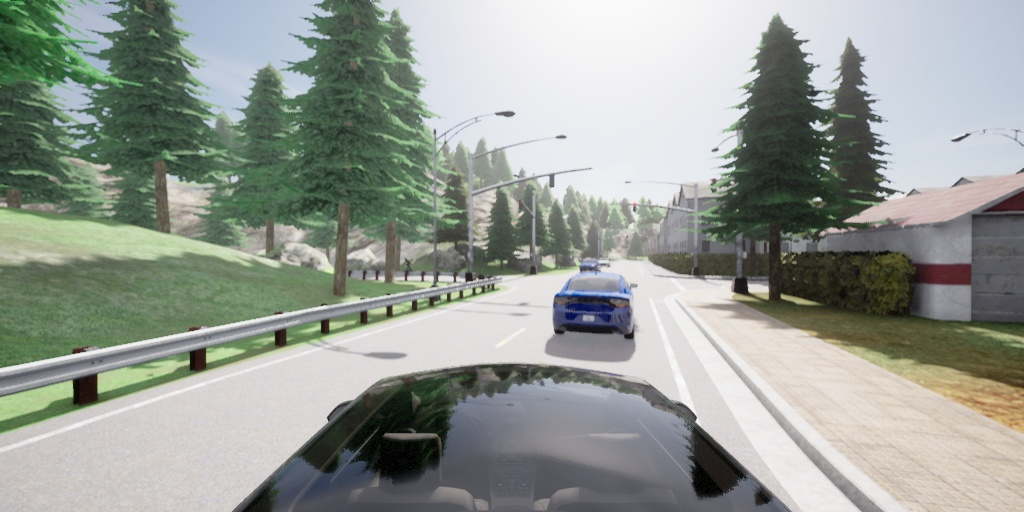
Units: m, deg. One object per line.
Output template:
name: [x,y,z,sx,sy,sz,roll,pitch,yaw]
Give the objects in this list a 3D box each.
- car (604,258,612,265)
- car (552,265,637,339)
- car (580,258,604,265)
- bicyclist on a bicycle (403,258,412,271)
car: [14.392,1.029,56.153,1.812,1.442,4.674,0,0,19]
car: [2.449,1.190,10.125,1.882,1.535,5.008,0,0,19]
car: [8.634,1.056,39.541,1.882,1.535,5.008,0,0,19]
bicyclist on a bicycle: [-11.149,0.997,38.205,0.582,1.620,1.656,-2,6,18]
